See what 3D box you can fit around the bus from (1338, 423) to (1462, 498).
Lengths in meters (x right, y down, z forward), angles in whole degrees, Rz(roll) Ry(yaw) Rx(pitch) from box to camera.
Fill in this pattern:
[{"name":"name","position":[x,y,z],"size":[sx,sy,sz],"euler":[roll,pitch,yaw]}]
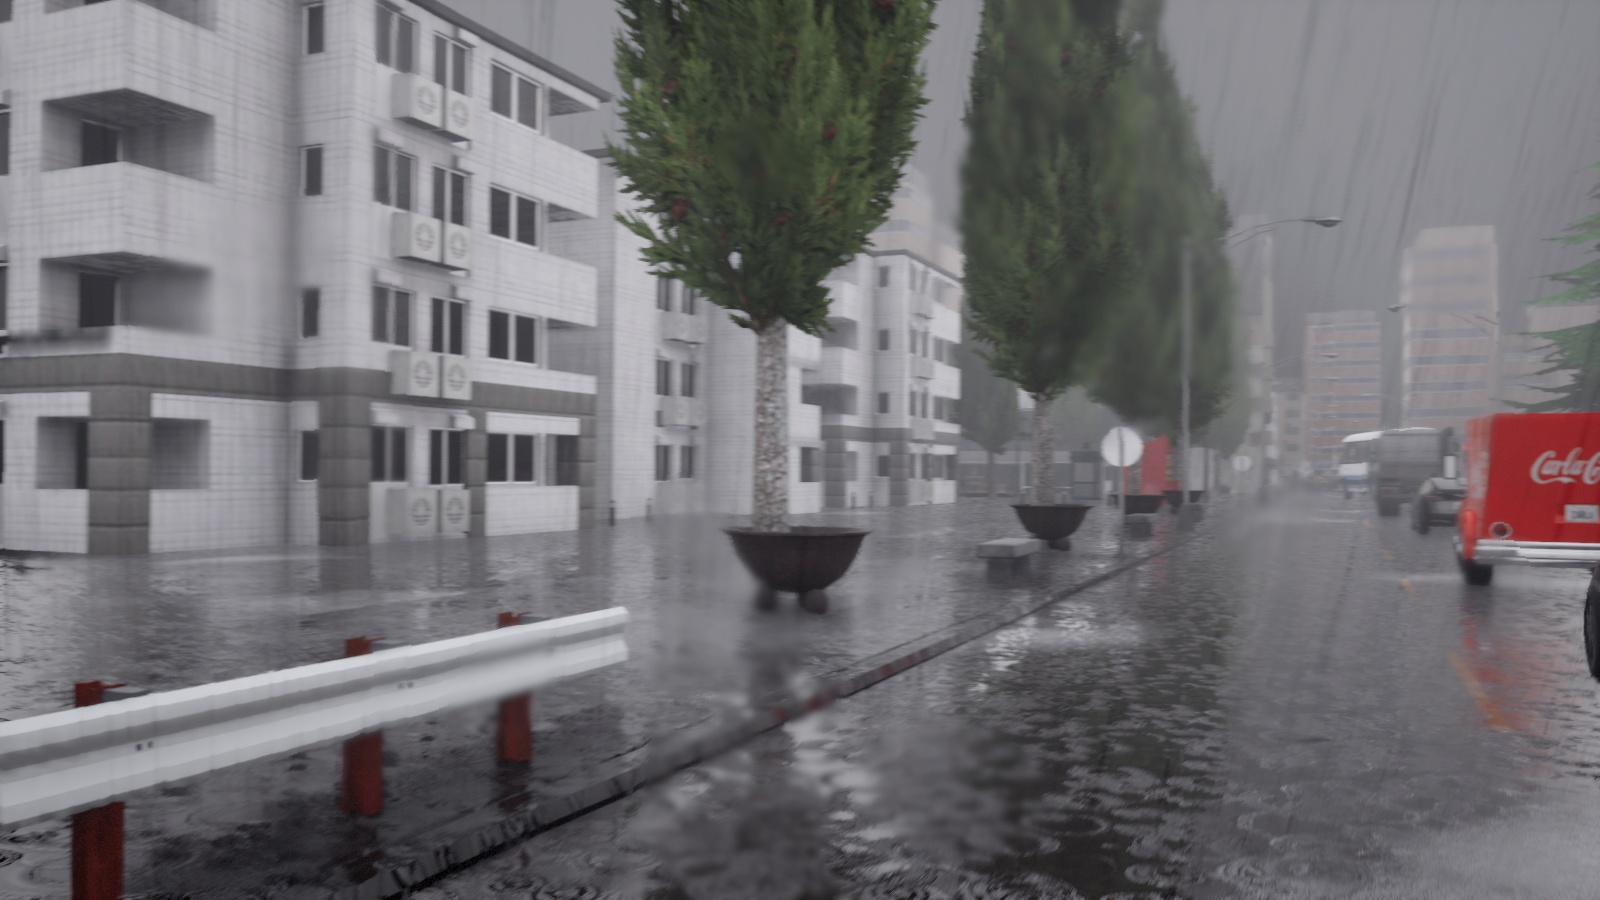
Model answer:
[{"name":"bus","position":[36.498,0.692,76.929],"size":[3.944,4.253,10.273],"euler":[-1,-1,9]}]

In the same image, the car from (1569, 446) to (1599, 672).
[{"name":"car","position":[6.544,0.783,7.919],"size":[2.242,1.667,4.611],"euler":[0,-1,23]}]

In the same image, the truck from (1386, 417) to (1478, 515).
[{"name":"truck","position":[24.345,0.624,48.684],"size":[2.891,3.462,7.936],"euler":[-1,-1,25]}]

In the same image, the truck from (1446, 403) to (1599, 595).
[{"name":"truck","position":[11.228,0.637,18.562],"size":[2.627,2.467,5.204],"euler":[0,0,24]}]

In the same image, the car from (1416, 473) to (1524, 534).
[{"name":"car","position":[17.740,1.356,33.457],"size":[2.163,1.488,4.792],"euler":[0,-1,24]}]
